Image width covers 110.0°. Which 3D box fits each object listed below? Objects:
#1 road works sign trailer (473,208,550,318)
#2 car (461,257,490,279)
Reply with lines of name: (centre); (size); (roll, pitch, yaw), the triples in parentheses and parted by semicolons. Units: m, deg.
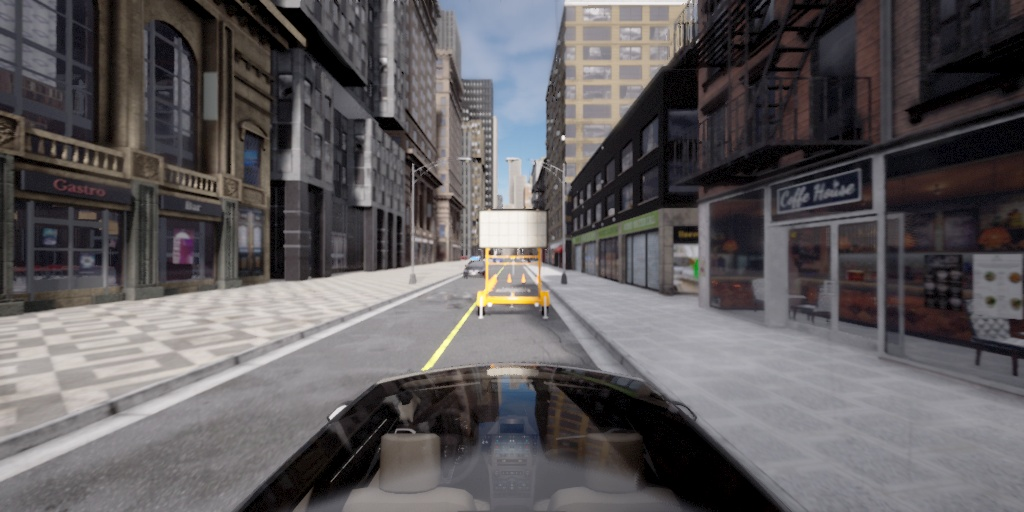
road works sign trailer: (0.046, 0.140, 12.520); (2.380, 3.560, 2.880); (0, 0, 0)
car: (-2.988, 1.089, 30.409); (1.812, 1.442, 4.674); (0, 0, 0)
